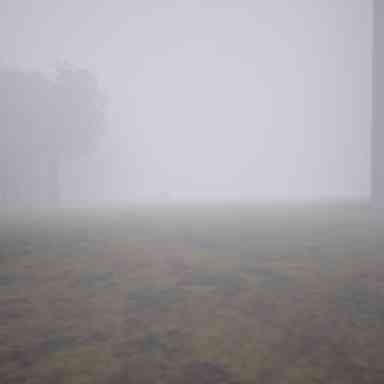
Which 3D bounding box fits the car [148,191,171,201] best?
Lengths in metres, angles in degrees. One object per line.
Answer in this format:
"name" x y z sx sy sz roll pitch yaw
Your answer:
"car" -6.022 0.621 61.210 2.097 1.767 4.553 1 1 36
